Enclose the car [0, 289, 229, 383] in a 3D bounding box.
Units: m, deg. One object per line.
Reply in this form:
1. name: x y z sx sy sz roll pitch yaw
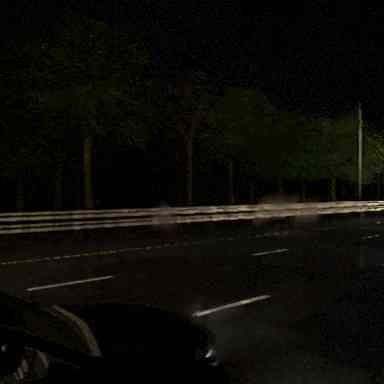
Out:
1. car: -1.833 1.525 2.561 4.674 1.442 1.812 0 0 -36
